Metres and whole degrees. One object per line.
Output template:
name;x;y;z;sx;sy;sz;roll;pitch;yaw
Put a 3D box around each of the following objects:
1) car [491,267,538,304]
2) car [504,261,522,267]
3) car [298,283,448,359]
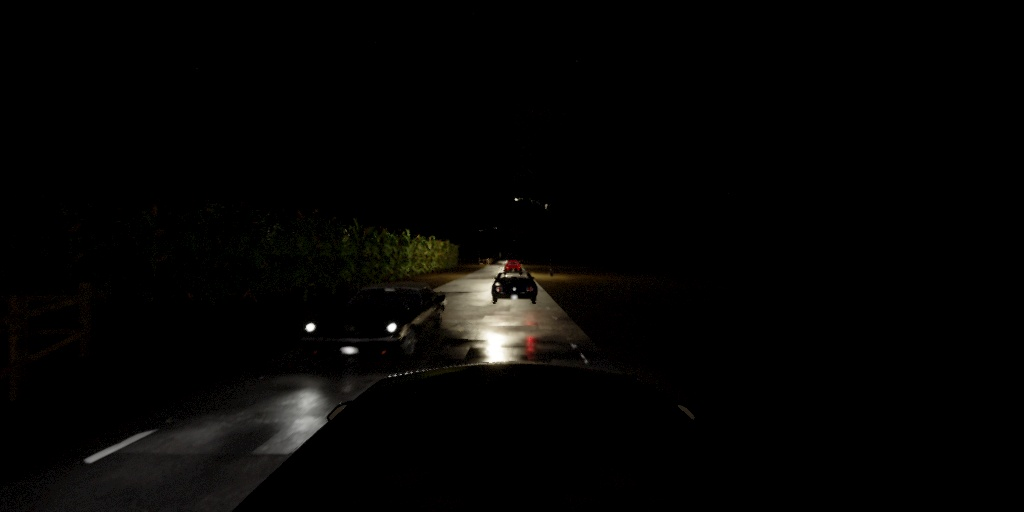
car;0.098;1.336;16.360;1.895;1.301;4.718;0;0;0
car;0.099;1.242;37.931;1.812;1.442;4.674;0;0;0
car;-2.852;1.344;8.501;1.895;1.301;4.718;0;0;0
